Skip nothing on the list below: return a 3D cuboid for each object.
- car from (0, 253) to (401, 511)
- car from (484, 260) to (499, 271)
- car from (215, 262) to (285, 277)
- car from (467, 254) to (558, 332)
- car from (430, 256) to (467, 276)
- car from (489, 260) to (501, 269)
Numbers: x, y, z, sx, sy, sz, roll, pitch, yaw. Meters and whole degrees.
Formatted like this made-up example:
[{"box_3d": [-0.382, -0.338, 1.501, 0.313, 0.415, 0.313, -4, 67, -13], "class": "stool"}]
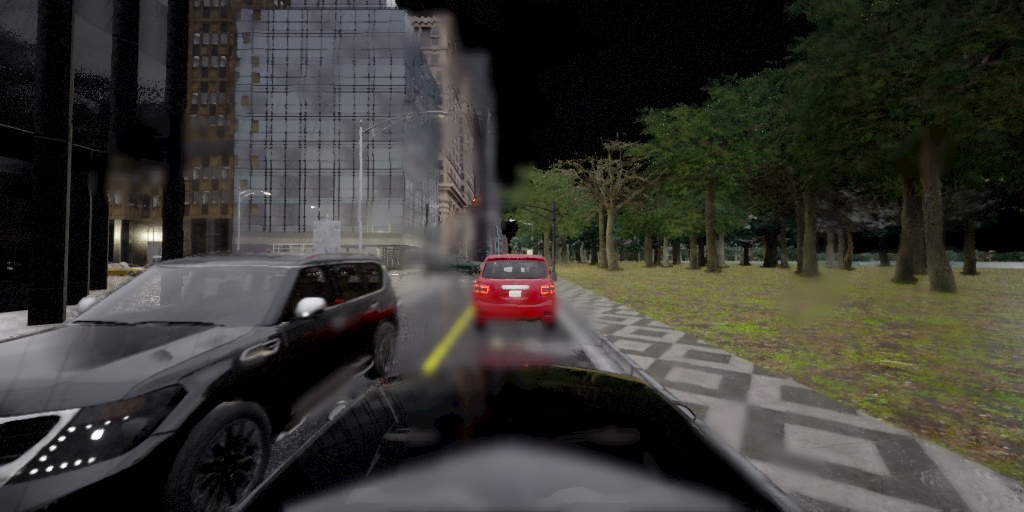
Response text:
[{"box_3d": [-3.094, 0.973, 4.375, 2.150, 2.045, 5.566, 0, 0, 0], "class": "car"}, {"box_3d": [-3.038, 1.395, 53.109, 2.033, 1.411, 5.357, 0, 0, -3], "class": "car"}, {"box_3d": [-25.737, 1.315, 35.355, 5.357, 1.411, 2.033, 0, -2, 0], "class": "car"}, {"box_3d": [0.104, 0.976, 11.072, 2.150, 2.045, 5.566, 0, 0, 0], "class": "car"}, {"box_3d": [-5.800, 1.036, 37.612, 5.566, 2.045, 2.150, 0, -1, -25], "class": "car"}, {"box_3d": [-2.973, 1.453, 63.153, 1.994, 1.385, 4.181, 0, 0, 1], "class": "car"}]
